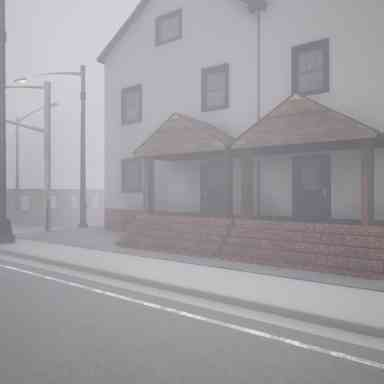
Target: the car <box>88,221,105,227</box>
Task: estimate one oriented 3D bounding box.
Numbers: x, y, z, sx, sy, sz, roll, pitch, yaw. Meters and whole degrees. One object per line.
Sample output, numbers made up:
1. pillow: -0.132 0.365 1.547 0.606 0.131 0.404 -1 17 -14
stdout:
1. car: -9.390 3.876 35.767 2.033 1.411 5.357 0 -11 35
